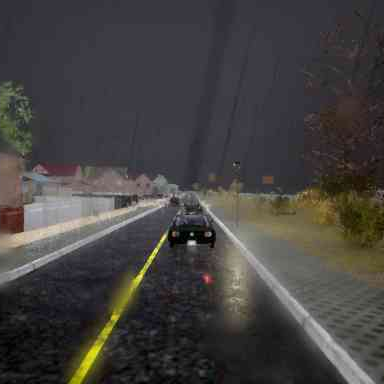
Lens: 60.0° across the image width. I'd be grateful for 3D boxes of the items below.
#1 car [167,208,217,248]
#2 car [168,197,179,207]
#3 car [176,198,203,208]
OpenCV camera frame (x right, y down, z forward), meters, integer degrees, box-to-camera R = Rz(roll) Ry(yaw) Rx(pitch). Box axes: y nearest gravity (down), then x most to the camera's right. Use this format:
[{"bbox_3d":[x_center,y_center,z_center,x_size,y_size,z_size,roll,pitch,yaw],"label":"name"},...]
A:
[{"bbox_3d":[0.000,1.614,14.680,1.895,1.301,4.718,0,0,0],"label":"car"},{"bbox_3d":[-2.750,1.556,52.650,1.837,1.490,4.892,0,0,0],"label":"car"},{"bbox_3d":[0.000,1.492,29.650,2.128,1.511,4.902,0,0,0],"label":"car"}]
